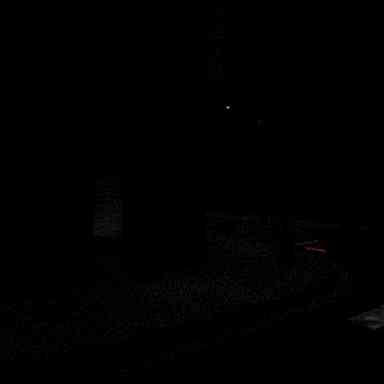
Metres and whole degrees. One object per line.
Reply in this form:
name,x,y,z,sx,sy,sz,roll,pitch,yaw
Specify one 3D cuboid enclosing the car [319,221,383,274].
car,5.490,1.579,9.546,1.895,1.301,4.718,0,1,-2
